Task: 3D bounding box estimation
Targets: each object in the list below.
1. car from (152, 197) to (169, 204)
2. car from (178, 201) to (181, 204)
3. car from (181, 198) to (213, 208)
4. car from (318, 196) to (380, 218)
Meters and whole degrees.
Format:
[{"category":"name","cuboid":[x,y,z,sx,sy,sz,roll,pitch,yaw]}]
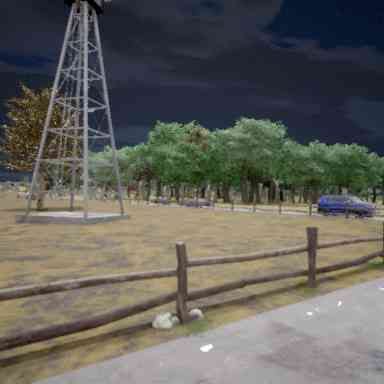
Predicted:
[{"category":"car","cuboid":[-6.143,1.709,66.065,2.128,1.511,4.902,2,-1,-36]},{"category":"car","cuboid":[-0.279,1.784,57.958,2.033,1.411,5.357,2,-1,-35]},{"category":"car","cuboid":[1.052,1.700,51.150,2.033,1.411,5.357,2,-1,-35]},{"category":"car","cuboid":[14.860,1.384,31.845,2.150,2.045,5.566,2,-1,-36]}]
